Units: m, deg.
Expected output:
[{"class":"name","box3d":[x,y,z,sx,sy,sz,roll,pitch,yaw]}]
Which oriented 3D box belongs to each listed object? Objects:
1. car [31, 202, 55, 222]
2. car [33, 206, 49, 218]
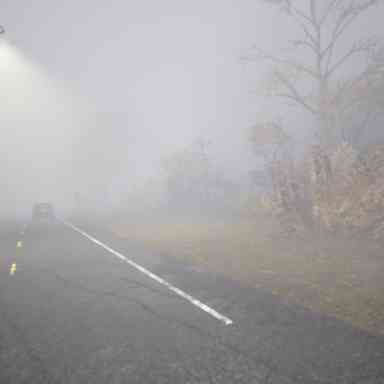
[{"class":"car","box3d":[-16.486,2.151,36.804,2.150,2.045,5.566,-4,0,-26]},{"class":"car","box3d":[-21.523,2.807,47.329,1.994,1.385,4.181,-4,0,-25]}]
